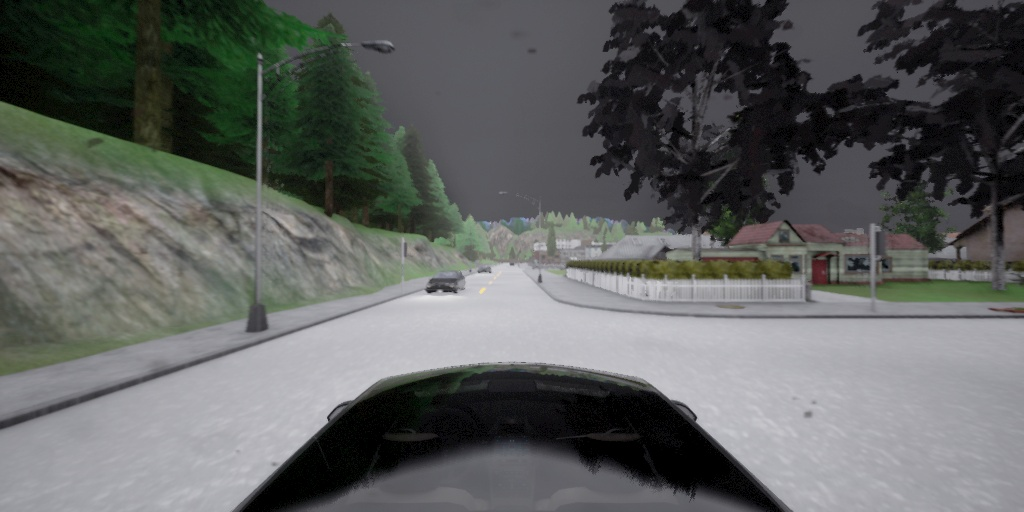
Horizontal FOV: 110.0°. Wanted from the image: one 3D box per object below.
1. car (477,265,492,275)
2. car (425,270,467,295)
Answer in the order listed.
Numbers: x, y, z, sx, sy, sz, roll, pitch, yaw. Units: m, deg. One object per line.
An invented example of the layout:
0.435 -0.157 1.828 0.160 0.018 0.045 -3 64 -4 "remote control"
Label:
-3.982 2.027 52.821 1.994 1.385 4.181 0 0 0 "car"
-4.005 1.612 22.596 2.033 1.411 5.357 0 0 0 "car"
